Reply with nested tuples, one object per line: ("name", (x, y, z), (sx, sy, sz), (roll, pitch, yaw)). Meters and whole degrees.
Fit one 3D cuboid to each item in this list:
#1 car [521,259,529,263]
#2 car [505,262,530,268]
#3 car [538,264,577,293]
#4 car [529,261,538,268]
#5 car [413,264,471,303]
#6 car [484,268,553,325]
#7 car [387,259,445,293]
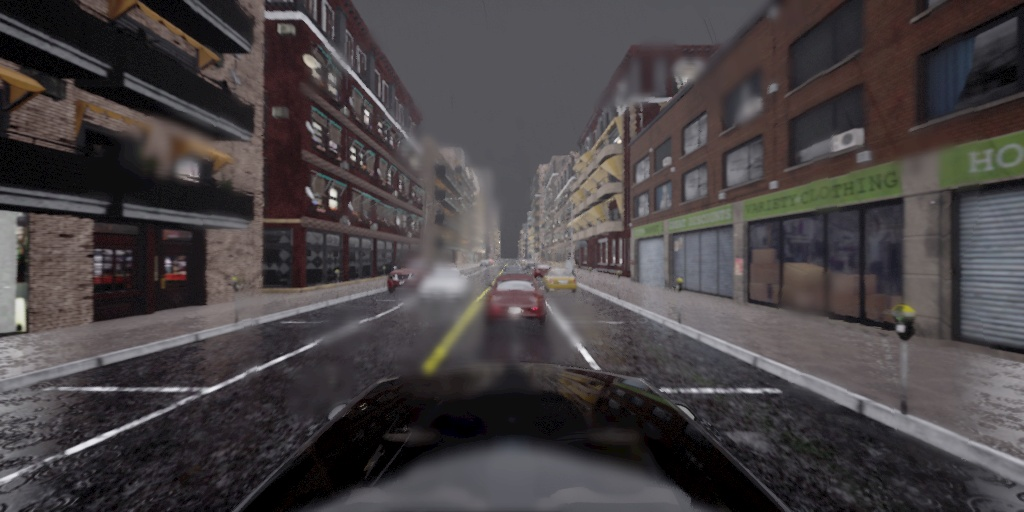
("car", (2.808, 1.426, 54.905), (2.007, 1.370, 4.403), (0, 0, 0))
("car", (0.157, 1.414, 28.636), (1.895, 1.301, 4.718), (0, 0, 0))
("car", (2.728, 1.325, 21.258), (1.751, 1.417, 4.829), (0, 0, 0))
("car", (2.754, 1.370, 32.361), (1.888, 1.381, 4.507), (0, 0, 0))
("car", (-3.061, 1.307, 17.145), (1.812, 1.442, 4.674), (0, 0, 0))
("car", (0.118, 1.300, 11.779), (1.812, 1.442, 4.674), (0, 0, 0))
("car", (-5.652, 1.101, 21.112), (2.192, 1.841, 5.009), (0, 0, 0))
